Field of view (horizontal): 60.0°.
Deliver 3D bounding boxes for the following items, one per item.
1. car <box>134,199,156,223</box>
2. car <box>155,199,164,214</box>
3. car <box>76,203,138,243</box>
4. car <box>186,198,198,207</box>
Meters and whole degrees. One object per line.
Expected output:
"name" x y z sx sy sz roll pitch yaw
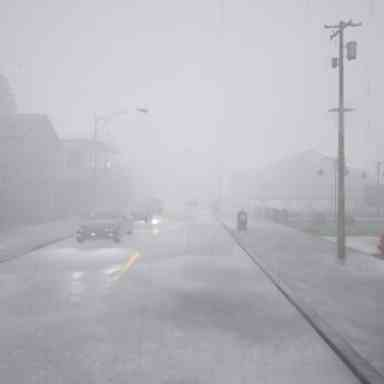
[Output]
"car" -4.081 1.516 25.408 1.812 1.442 4.674 0 0 0
"car" -4.048 1.477 35.532 2.128 1.511 4.902 0 0 0
"car" -4.091 1.498 16.197 1.837 1.490 4.892 0 0 0
"car" 0.029 1.580 52.031 1.895 1.301 4.718 0 0 0
